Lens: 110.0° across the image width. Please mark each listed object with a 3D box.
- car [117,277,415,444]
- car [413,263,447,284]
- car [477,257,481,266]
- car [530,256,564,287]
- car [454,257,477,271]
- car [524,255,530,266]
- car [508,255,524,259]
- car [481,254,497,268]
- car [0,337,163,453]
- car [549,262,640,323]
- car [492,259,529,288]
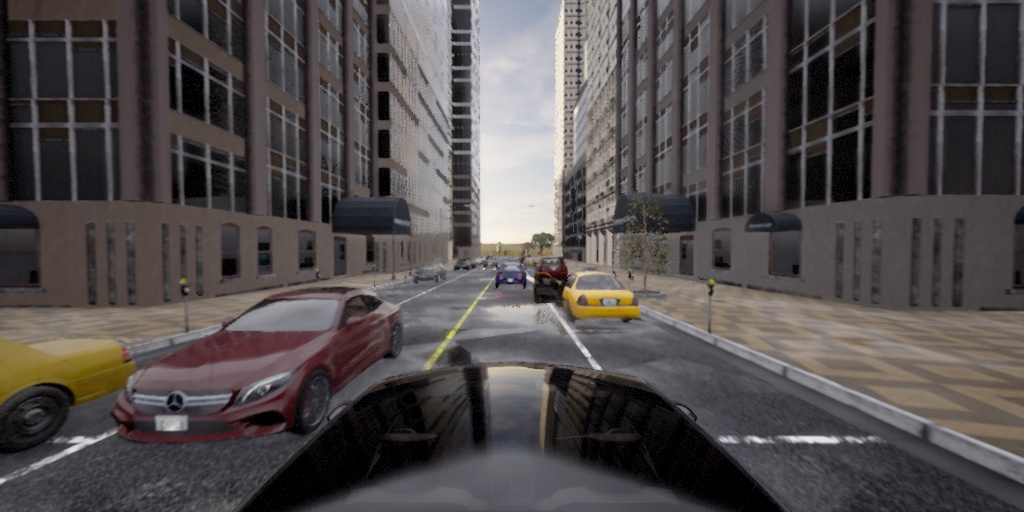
[{"bbox_3d":[-3.100,1.250,5.595,1.812,1.442,4.674,0,0,0],"label":"car"},{"bbox_3d":[-5.688,1.140,25.348,2.007,1.370,4.403,0,0,0],"label":"car"},{"bbox_3d":[-5.686,0.983,48.045,1.948,1.339,4.313,0,0,0],"label":"car"},{"bbox_3d":[2.693,0.904,25.290,2.192,1.841,5.009,0,0,0],"label":"car"},{"bbox_3d":[-5.686,1.028,42.371,1.948,1.339,4.313,0,0,0],"label":"car"},{"bbox_3d":[2.696,0.897,53.834,1.751,1.417,4.829,0,0,0],"label":"car"},{"bbox_3d":[0.104,0.905,48.394,2.128,1.511,4.902,0,0,0],"label":"car"},{"bbox_3d":[-2.995,0.899,50.830,2.128,1.511,4.902,0,0,0],"label":"car"},{"bbox_3d":[-5.675,1.269,2.482,1.751,1.417,4.829,0,0,0],"label":"car"},{"bbox_3d":[2.516,1.139,11.791,1.801,1.575,5.366,0,0,0],"label":"car"},{"bbox_3d":[-0.023,1.137,22.113,1.812,1.442,4.674,0,0,2],"label":"car"}]
